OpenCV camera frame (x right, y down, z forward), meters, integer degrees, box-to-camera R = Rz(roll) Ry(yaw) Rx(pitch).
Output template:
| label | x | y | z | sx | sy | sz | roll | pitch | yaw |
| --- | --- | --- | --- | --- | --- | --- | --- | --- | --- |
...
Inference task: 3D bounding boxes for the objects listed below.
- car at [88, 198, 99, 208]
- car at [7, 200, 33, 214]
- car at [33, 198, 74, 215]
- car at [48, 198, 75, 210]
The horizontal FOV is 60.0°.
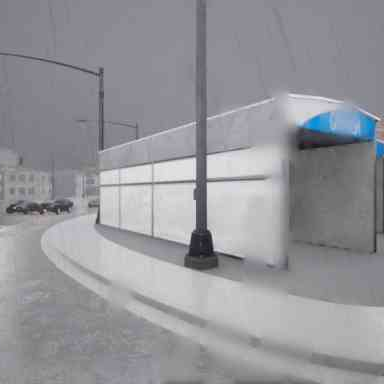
| label | x | y | z | sx | sy | sz | roll | pitch | yaw |
| --- | --- | --- | --- | --- | --- | --- | --- | --- | --- |
| car | -12.816 | 1.552 | 47.428 | 1.994 | 1.385 | 4.181 | 0 | 0 | 25 |
| car | -17.579 | 1.564 | 35.206 | 1.994 | 1.385 | 4.181 | 0 | 0 | 3 |
| car | -14.101 | 1.505 | 34.469 | 1.837 | 1.490 | 4.892 | 0 | 0 | 1 |
| car | -17.652 | 1.537 | 45.310 | 2.033 | 1.411 | 5.357 | 0 | 0 | -6 |
